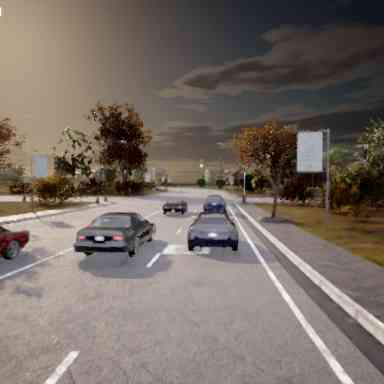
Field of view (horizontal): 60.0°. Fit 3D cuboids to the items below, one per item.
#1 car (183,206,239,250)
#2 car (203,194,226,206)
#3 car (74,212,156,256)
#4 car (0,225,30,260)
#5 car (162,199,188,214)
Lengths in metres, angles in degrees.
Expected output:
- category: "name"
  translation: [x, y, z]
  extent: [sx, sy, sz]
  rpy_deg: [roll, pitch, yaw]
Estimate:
- category: "car"
  translation: [0.890, 1.505, 14.067]
  extent: [1.994, 1.385, 4.181]
  rpy_deg: [0, 1, 4]
- category: "car"
  translation: [2.124, 1.026, 31.378]
  extent: [2.097, 1.767, 4.553]
  rpy_deg: [0, 1, 4]
- category: "car"
  translation: [-2.725, 1.480, 12.908]
  extent: [2.033, 1.411, 5.357]
  rpy_deg: [0, 1, 4]
- category: "car"
  translation: [-6.675, 1.539, 9.340]
  extent: [1.895, 1.301, 4.718]
  rpy_deg: [0, 0, 4]
- category: "car"
  translation: [-1.446, 1.276, 30.554]
  extent: [1.895, 1.301, 4.718]
  rpy_deg: [0, 1, 4]
